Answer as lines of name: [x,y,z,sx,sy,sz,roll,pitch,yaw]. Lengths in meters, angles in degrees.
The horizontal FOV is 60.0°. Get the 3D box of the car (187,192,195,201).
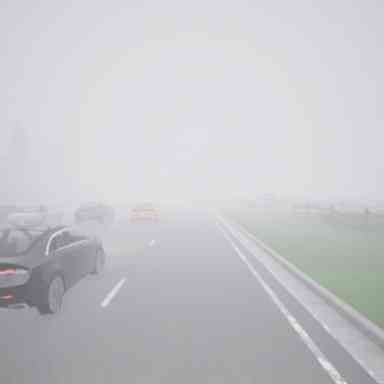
car: [-0.011,1.081,78.273,2.150,2.045,5.566,0,0,0]

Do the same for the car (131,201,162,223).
car: [-3.404,1.453,25.621,1.882,1.535,5.008,0,0,0]

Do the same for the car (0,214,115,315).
car: [-3.402,1.484,7.518,2.128,1.511,4.902,0,0,0]

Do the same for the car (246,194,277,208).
car: [8.915,1.172,42.664,3.866,1.878,1.905,0,0,0]

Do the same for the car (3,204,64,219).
car: [-10.402,1.579,22.561,1.895,1.301,4.718,0,0,0]

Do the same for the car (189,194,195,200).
car: [-0.013,1.366,93.593,1.837,1.490,4.892,0,0,0]

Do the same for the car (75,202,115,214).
car: [-6.905,1.468,23.987,2.128,1.511,4.902,0,0,0]

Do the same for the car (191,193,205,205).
car: [1.216,1.448,58.659,1.837,1.490,4.892,0,0,0]

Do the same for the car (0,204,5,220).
car: [-13.904,1.540,24.593,1.994,1.385,4.181,0,0,0]
